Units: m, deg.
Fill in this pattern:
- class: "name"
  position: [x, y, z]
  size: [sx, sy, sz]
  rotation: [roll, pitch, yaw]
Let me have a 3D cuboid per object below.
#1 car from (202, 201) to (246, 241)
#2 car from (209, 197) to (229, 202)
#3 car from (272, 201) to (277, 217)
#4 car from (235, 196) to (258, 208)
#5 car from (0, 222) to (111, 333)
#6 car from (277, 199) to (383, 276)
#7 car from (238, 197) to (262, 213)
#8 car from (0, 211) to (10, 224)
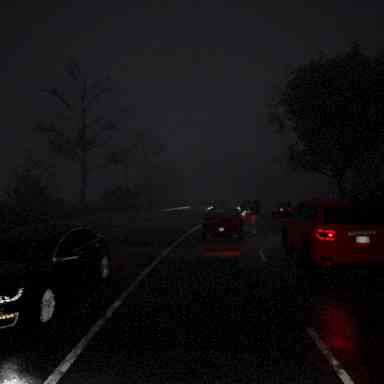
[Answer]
- class: "car"
  position: [1.660, 1.464, 16.855]
  size: [1.882, 1.535, 5.008]
  rotation: [0, 0, 9]
- class: "car"
  position: [4.108, 1.493, 49.606]
  size: [2.033, 1.411, 5.357]
  rotation: [0, 0, 24]
- class: "car"
  position: [8.359, 1.544, 30.686]
  size: [2.033, 1.411, 5.357]
  rotation: [0, 0, 17]
- class: "car"
  position: [8.184, 1.459, 49.898]
  size: [2.128, 1.511, 4.902]
  rotation: [0, 0, 26]
- class: "car"
  position: [-3.188, 1.488, 7.053]
  size: [1.837, 1.490, 4.892]
  rotation: [0, 0, 4]
- class: "car"
  position: [4.314, 1.222, 10.531]
  size: [2.150, 2.045, 5.566]
  rotation: [0, 0, 6]
- class: "car"
  position: [6.516, 1.472, 36.179]
  size: [2.128, 1.511, 4.902]
  rotation: [0, 0, 19]
- class: "car"
  position: [-6.557, 1.324, 8.684]
  size: [2.097, 1.767, 4.553]
  rotation: [0, 0, 5]
